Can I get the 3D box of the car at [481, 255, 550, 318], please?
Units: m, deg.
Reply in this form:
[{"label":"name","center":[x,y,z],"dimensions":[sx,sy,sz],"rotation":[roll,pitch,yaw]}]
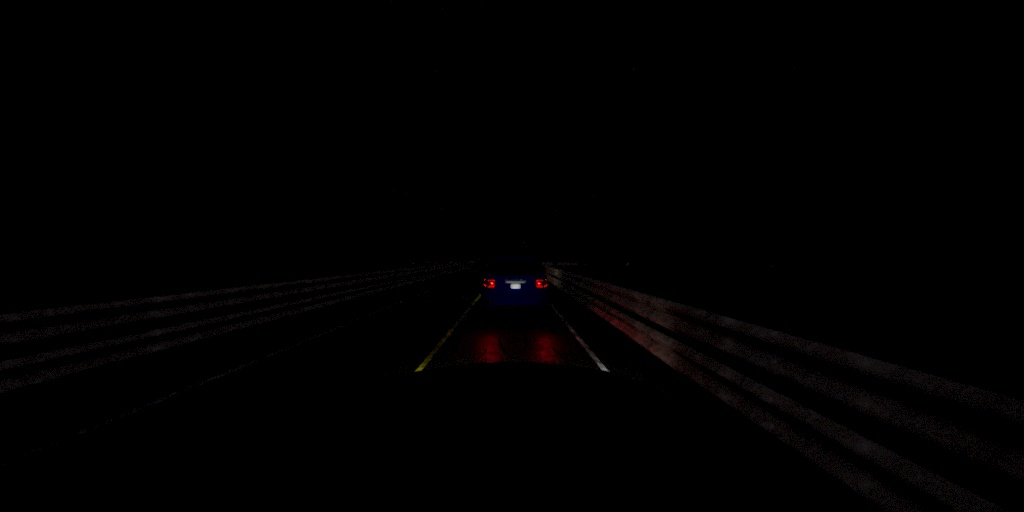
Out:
[{"label":"car","center":[0.105,0.993,13.207],"dimensions":[2.150,2.045,5.566],"rotation":[0,0,0]}]
